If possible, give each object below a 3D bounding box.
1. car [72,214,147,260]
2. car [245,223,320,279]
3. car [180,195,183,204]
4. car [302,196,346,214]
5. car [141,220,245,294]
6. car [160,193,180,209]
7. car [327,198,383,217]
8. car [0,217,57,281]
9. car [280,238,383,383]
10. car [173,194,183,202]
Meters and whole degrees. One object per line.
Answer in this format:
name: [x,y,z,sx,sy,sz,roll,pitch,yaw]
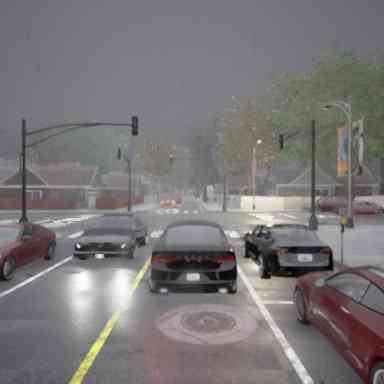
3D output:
car: [-2.771,1.542,12.637,2.033,1.411,5.357,0,0,0]
car: [2.624,1.562,9.792,1.947,1.339,4.313,0,0,0]
car: [-3.224,1.237,62.901,2.150,2.045,5.566,0,0,0]
car: [13.233,1.250,32.784,4.553,1.767,2.097,0,0,0]
car: [0.047,1.474,8.838,1.882,1.535,5.008,0,0,1]
car: [-3.187,1.353,45.332,2.097,1.767,4.553,0,0,0]
car: [14.752,1.454,29.535,4.181,1.385,1.994,0,0,0]
car: [-5.402,1.578,9.775,1.802,1.307,4.206,0,0,0]
car: [2.634,1.580,4.273,1.802,1.307,4.206,0,0,0]
car: [-3.243,1.373,78.212,2.097,1.767,4.553,0,0,0]
